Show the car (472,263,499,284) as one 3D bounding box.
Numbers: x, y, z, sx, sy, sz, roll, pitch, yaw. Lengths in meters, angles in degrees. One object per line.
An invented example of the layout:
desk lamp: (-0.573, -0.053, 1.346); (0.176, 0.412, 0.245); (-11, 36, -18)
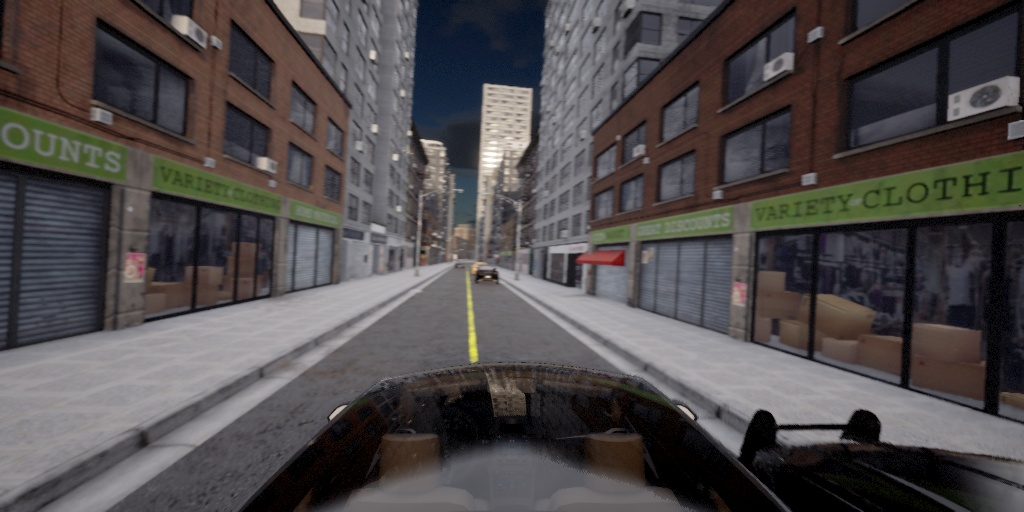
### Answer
car: (-2.129, 1.443, 29.711); (1.882, 1.535, 5.008); (3, 0, -7)

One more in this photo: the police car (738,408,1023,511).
police car: (2.511, 1.289, 0.231); (1.930, 1.638, 5.238); (3, -1, -7)
